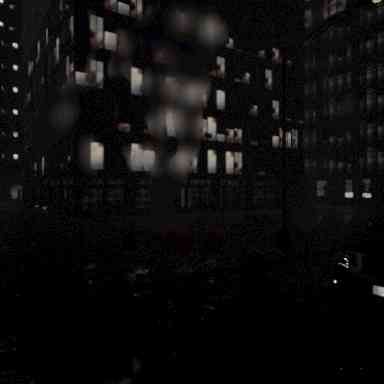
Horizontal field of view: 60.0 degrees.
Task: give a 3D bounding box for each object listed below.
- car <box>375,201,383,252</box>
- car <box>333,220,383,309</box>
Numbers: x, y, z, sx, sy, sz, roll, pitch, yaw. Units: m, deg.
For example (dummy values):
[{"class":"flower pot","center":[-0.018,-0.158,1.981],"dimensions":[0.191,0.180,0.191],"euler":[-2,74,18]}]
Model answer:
[{"class":"car","center":[9.440,1.244,12.821],"dimensions":[5.009,1.841,2.192],"euler":[0,0,-35]},{"class":"car","center":[5.209,1.183,6.778],"dimensions":[5.566,2.045,2.150],"euler":[0,0,-36]}]
